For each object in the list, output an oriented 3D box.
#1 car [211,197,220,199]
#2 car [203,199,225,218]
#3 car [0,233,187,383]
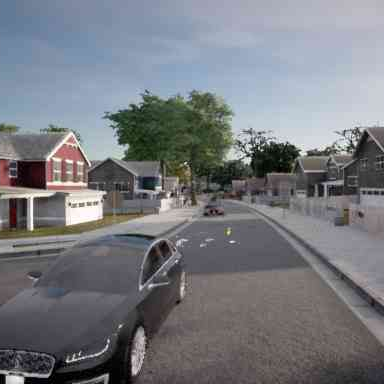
[{"bbox_3d":[3.932,1.564,55.836,1.837,1.490,4.892,0,0,3],"label":"car"},{"bbox_3d":[2.097,1.604,31.019,1.994,1.385,4.181,0,0,6],"label":"car"},{"bbox_3d":[-1.289,1.538,5.560,1.837,1.490,4.892,0,0,9],"label":"car"}]
